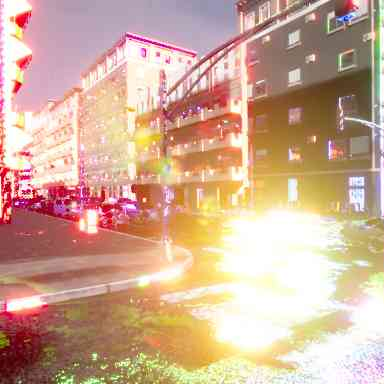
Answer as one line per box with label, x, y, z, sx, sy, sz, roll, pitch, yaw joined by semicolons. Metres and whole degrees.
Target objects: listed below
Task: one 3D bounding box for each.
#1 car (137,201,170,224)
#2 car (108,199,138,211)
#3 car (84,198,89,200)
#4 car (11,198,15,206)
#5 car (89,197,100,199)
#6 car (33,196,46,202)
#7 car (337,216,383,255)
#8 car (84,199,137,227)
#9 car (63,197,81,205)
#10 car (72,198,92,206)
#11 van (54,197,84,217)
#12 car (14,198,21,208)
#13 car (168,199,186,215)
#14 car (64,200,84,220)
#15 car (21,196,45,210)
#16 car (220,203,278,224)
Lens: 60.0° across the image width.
car;-4.102;1.566;25.823;2.128;1.511;4.902;-1;0;-36
car;-8.826;1.581;42.288;2.008;1.369;4.403;-1;1;-36
car;-14.392;1.647;40.139;1.812;1.442;4.674;-1;0;-36
car;-31.799;1.782;59.844;1.887;1.381;4.507;-1;1;-36
car;-15.297;1.501;51.268;1.967;1.590;4.097;-1;1;-36
car;-37.938;1.727;82.703;1.887;1.381;4.507;-1;1;-36
car;8.271;1.547;12.190;5.357;1.411;2.033;-1;1;27
car;-5.923;1.552;23.919;1.967;1.590;4.097;-1;1;-36
car;-21.765;1.645;60.250;2.008;1.369;4.403;-1;1;-36
car;-18.530;1.643;55.759;1.947;1.339;4.313;-1;1;-36
van;-12.394;1.482;32.898;1.690;1.788;3.998;-1;1;-36
car;-25.329;1.769;50.862;1.947;1.339;4.313;-1;1;-36
car;-2.358;1.441;33.305;1.967;1.590;4.097;-1;1;-36
car;-9.057;1.652;28.271;1.752;1.417;4.829;-1;1;-36
car;-22.097;1.627;46.371;1.967;1.590;4.097;-1;1;-36
car;4.013;1.498;24.463;1.752;1.417;4.829;-1;1;-36
